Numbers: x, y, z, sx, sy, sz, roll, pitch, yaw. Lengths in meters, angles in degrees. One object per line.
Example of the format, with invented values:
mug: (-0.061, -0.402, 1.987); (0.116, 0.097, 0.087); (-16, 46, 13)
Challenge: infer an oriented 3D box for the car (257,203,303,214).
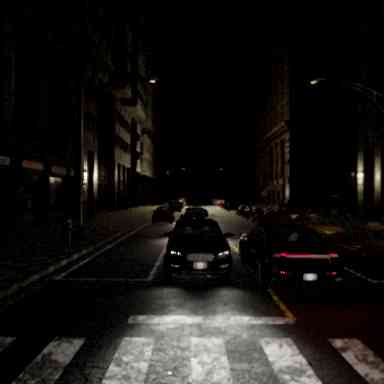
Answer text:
car: (6.175, 1.651, 22.546); (2.192, 1.841, 5.009); (0, -1, 0)

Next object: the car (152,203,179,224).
car: (-2.333, 1.889, 28.155); (1.887, 1.381, 4.507); (0, -1, 0)

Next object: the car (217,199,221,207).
car: (6.300, 2.289, 61.753); (1.967, 1.590, 4.097); (0, -1, 0)

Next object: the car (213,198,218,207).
car: (6.336, 2.437, 72.955); (1.967, 1.590, 4.097); (0, -1, 0)

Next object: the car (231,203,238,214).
car: (6.228, 2.105, 39.347); (2.008, 1.369, 4.403); (0, -1, 0)

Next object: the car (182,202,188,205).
car: (0.359, 1.968, 31.161); (1.994, 1.385, 4.181); (0, -1, 1)

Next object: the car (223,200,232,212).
car: (6.264, 2.267, 50.549); (1.947, 1.339, 4.313); (0, -1, 0)

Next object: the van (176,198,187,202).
van: (-2.224, 2.126, 61.767); (1.690, 1.788, 3.998); (0, -1, 0)

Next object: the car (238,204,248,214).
car: (6.210, 2.009, 33.916); (1.752, 1.417, 4.829); (0, -1, 0)

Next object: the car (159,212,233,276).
car: (0.167, 1.632, 10.881); (2.128, 1.511, 4.902); (0, -1, -1)

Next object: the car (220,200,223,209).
car: (6.282, 2.357, 56.150); (1.802, 1.307, 4.206); (0, -1, 0)

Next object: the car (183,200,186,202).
car: (-2.261, 2.219, 50.560); (1.802, 1.307, 4.206); (0, -1, 0)

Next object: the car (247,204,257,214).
car: (6.192, 1.954, 28.144); (1.887, 1.381, 4.507); (0, -1, 0)

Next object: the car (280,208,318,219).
car: (6.156, 1.791, 17.112); (1.752, 1.417, 4.829); (0, -1, 0)

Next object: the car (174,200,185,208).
car: (-2.279, 2.145, 44.959); (1.802, 1.307, 4.206); (0, -1, 0)

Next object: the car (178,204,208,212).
car: (0.310, 1.778, 21.038); (1.837, 1.490, 4.892); (0, -1, 0)

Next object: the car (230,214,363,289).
car: (2.538, 1.634, 9.558); (2.128, 1.511, 4.902); (0, -1, 0)

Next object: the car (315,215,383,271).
car: (6.138, 1.719, 11.511); (1.752, 1.417, 4.829); (0, -1, 0)

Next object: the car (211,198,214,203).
car: (6.372, 2.674, 84.327); (1.752, 1.417, 4.829); (0, -1, 0)

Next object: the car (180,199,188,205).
car: (-2.135, 2.597, 89.773); (1.967, 1.590, 4.097); (0, -1, 0)
